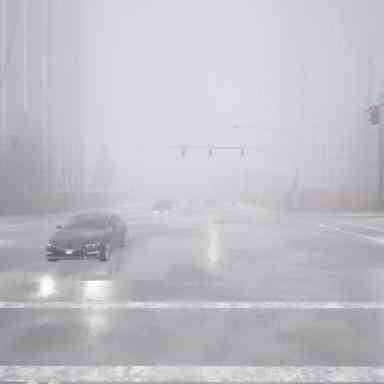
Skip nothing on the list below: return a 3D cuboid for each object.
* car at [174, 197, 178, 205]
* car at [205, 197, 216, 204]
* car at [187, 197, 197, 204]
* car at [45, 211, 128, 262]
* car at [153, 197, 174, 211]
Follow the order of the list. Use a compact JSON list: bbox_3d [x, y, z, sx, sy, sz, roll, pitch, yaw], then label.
[{"bbox_3d":[-3.531,1.547,58.942,2.033,1.411,5.357,0,0,1],"label":"car"},{"bbox_3d":[3.530,1.601,65.014,1.895,1.301,4.718,0,0,0],"label":"car"},{"bbox_3d":[0.030,1.564,64.985,1.994,1.385,4.181,0,0,0],"label":"car"},{"bbox_3d":[-3.594,1.505,12.137,1.837,1.490,4.892,0,0,0],"label":"car"},{"bbox_3d":[-3.580,1.564,40.787,1.994,1.385,4.181,0,0,0],"label":"car"}]
